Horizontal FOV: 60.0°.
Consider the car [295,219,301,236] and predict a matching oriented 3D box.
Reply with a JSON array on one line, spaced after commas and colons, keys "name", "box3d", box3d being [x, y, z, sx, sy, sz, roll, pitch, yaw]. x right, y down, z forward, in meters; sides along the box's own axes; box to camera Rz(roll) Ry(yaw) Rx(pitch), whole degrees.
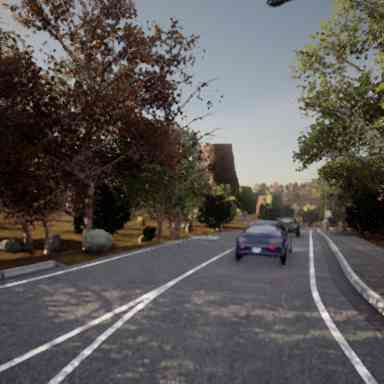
[{"name": "car", "box3d": [7.985, 2.869, 27.583, 1.812, 1.442, 4.674, 0, -5, 20]}]

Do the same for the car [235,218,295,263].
[{"name": "car", "box3d": [2.965, 1.887, 13.413, 1.812, 1.442, 4.674, 0, -2, 20]}]

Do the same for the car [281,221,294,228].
[{"name": "car", "box3d": [19.867, 6.741, 69.001, 1.812, 1.442, 4.674, 0, -5, 25]}]
